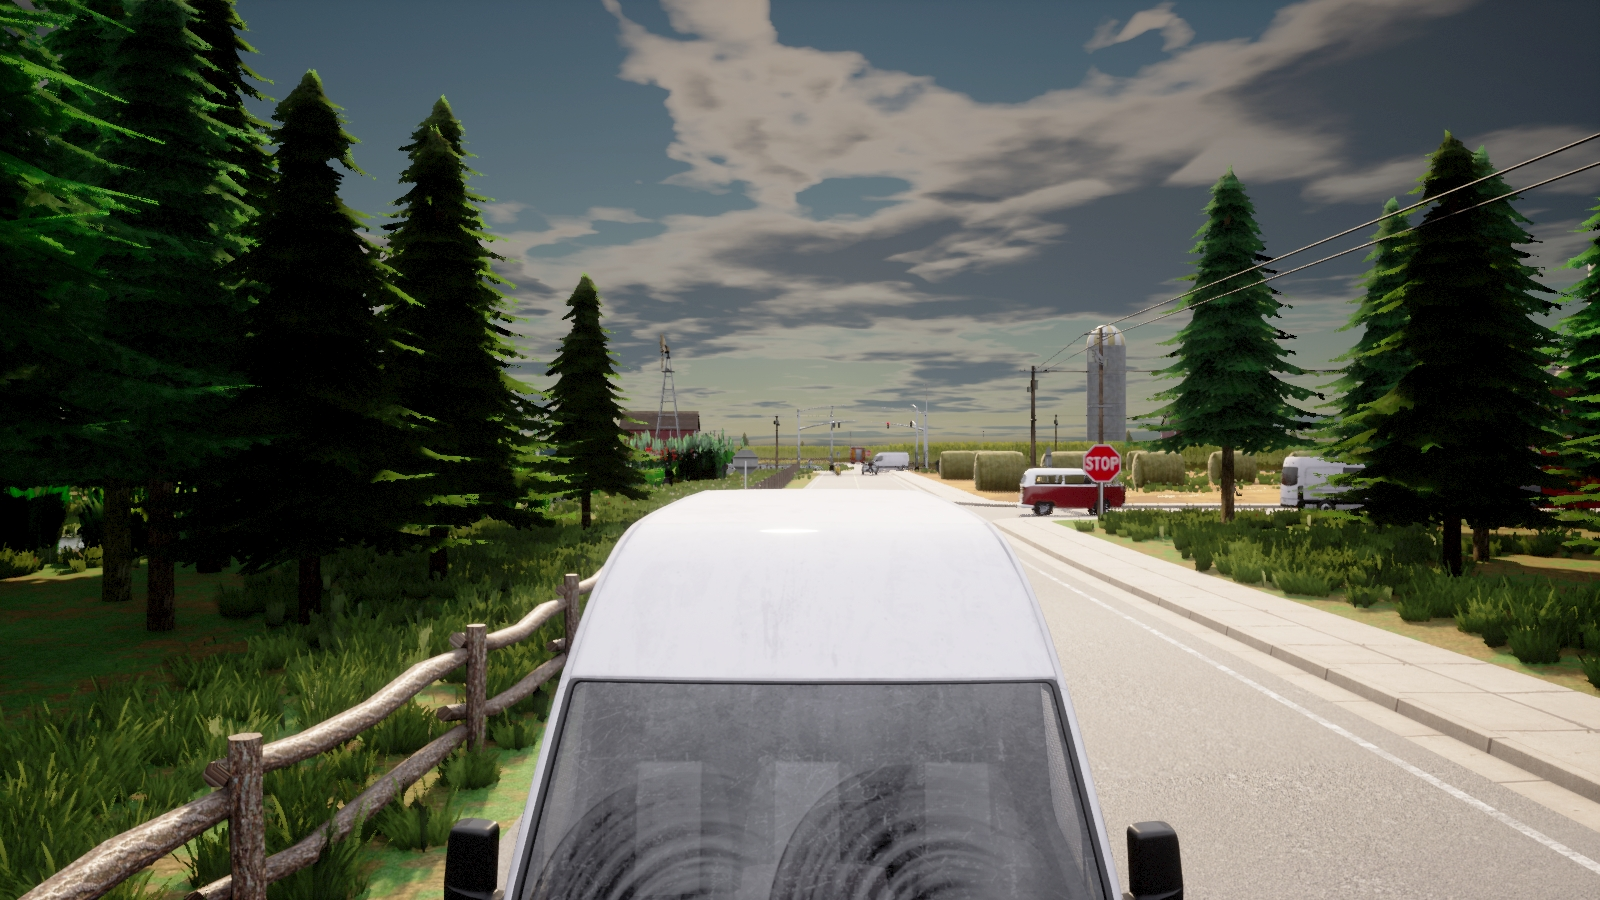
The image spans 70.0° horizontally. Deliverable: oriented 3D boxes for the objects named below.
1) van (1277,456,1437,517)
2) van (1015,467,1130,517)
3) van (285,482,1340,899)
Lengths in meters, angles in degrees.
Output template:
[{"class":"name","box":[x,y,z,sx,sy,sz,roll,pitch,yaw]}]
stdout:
[{"class":"van","box":[23.869,1.534,49.092,5.915,2.561,1.988,0,0,-1]},{"class":"van","box":[11.649,1.783,49.037,4.480,2.038,2.069,0,0,3]},{"class":"van","box":[0.056,1.508,5.110,1.988,2.561,5.915,0,0,1]}]
